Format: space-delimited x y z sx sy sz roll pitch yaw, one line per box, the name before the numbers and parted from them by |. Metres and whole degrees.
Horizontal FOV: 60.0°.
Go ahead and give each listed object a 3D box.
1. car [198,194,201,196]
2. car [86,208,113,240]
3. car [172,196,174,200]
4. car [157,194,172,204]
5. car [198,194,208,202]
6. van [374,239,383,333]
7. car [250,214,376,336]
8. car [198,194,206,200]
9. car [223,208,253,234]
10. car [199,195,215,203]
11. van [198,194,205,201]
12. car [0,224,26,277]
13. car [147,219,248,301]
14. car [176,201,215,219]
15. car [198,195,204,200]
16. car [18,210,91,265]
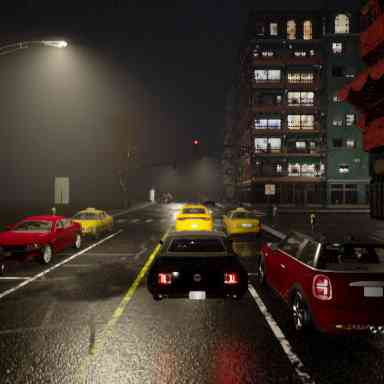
car | 2.582 1.586 72.905 1.947 1.339 4.313 1 0 0
car | -5.304 1.529 17.151 1.752 1.417 4.829 1 0 0
car | -5.296 1.333 66.762 2.192 1.841 5.009 1 0 0
car | -5.298 1.456 61.107 1.967 1.590 4.097 1 0 0
car | 2.585 1.337 78.567 2.192 1.841 5.009 1 0 0
van | 2.576 1.341 1.112 1.690 1.788 3.998 1 0 0
car | 2.576 1.441 6.657 1.967 1.590 4.097 1 0 0
car | 2.580 1.598 61.583 1.802 1.307 4.206 1 0 0
car | 2.576 1.529 17.917 1.752 1.417 4.829 1 0 0
car | 2.579 1.564 50.261 2.008 1.369 4.403 1 0 0
van | 2.586 1.367 89.889 1.690 1.788 3.998 1 0 0
car | -5.306 1.552 6.248 2.008 1.369 4.403 1 0 0
car | 0.102 1.603 8.300 1.895 1.301 4.718 0 0 0
car | 0.104 1.482 18.417 1.882 1.535 5.008 0 0 0
car | 2.585 1.553 95.720 1.752 1.417 4.829 1 0 0
car | -5.305 1.547 11.785 1.887 1.381 4.507 1 0 0
